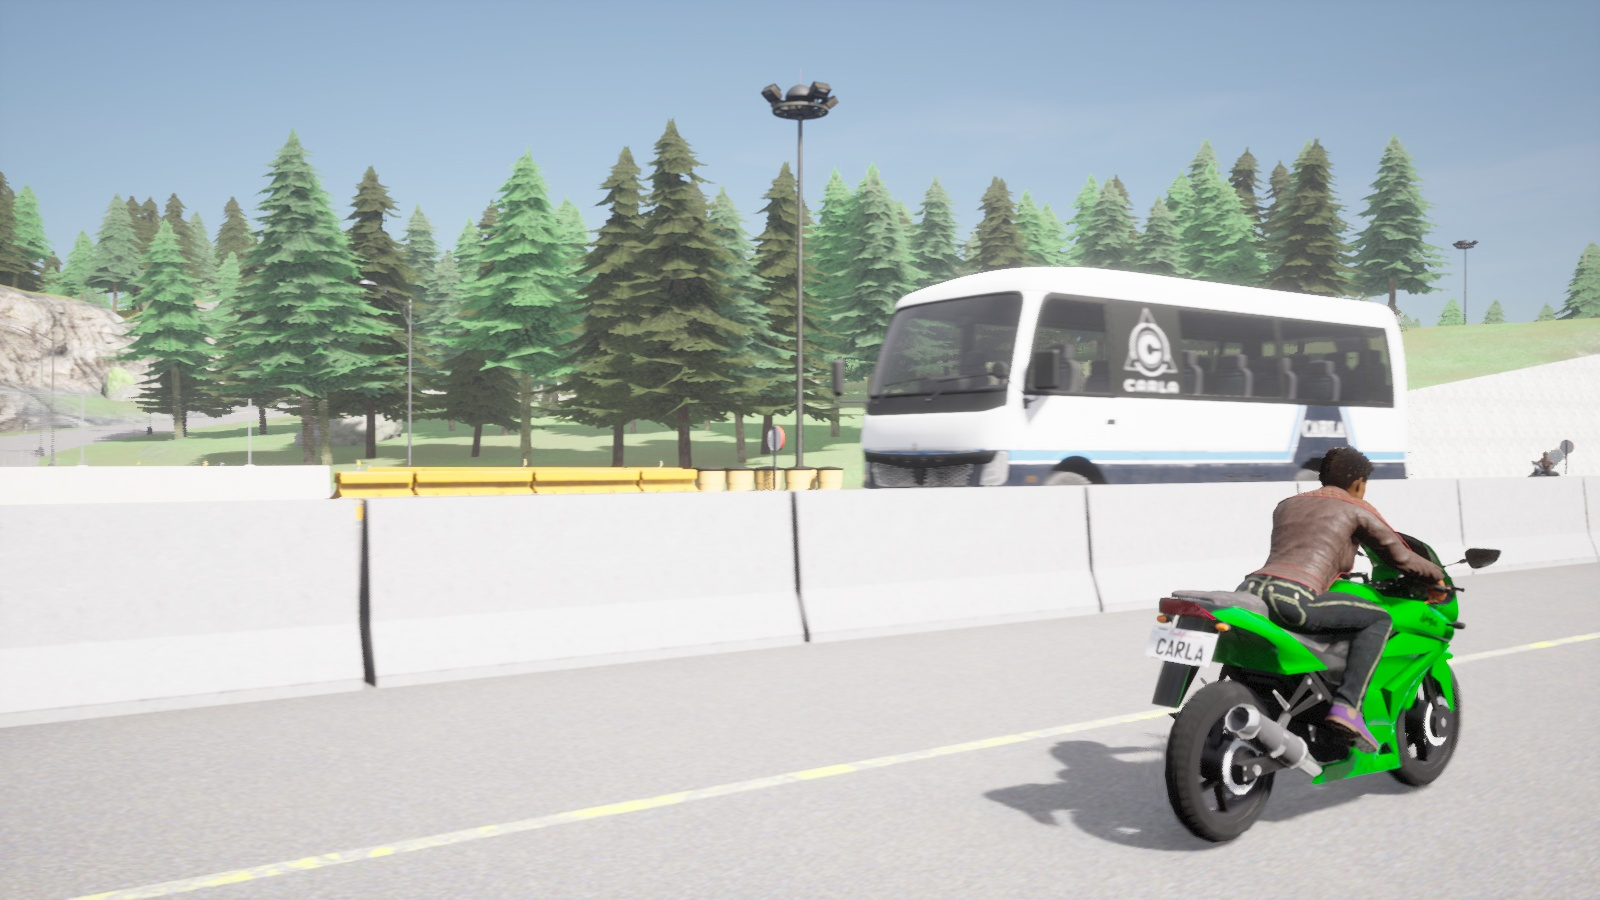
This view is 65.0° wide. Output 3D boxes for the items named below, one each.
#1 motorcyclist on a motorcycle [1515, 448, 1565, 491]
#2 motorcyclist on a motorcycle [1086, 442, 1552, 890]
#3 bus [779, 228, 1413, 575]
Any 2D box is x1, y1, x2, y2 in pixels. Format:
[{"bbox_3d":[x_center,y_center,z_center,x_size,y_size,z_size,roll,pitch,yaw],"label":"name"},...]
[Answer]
[{"bbox_3d":[29.225,0.755,49.586,2.350,1.649,0.766,0,0,-35],"label":"motorcyclist on a motorcycle"},{"bbox_3d":[2.190,0.735,5.183,2.044,1.523,0.797,0,0,-35],"label":"motorcyclist on a motorcycle"},{"bbox_3d":[5.043,-0.593,19.967,10.273,4.253,3.944,0,0,-35],"label":"bus"}]
